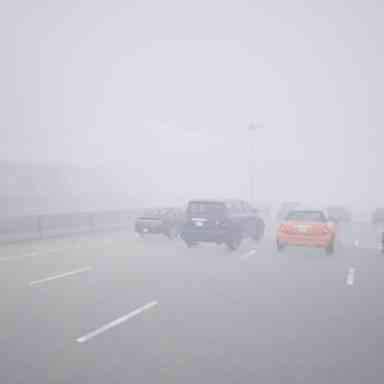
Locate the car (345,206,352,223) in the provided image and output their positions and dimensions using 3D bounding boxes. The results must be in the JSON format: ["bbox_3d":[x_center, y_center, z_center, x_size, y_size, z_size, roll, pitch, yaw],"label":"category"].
[{"bbox_3d":[12.161,1.794,27.721,1.994,1.385,4.181,0,0,28],"label":"car"}]

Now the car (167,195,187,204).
[{"bbox_3d":[-2.472,1.549,60.909,2.150,2.045,5.566,0,0,25],"label":"car"}]

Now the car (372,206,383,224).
[{"bbox_3d":[15.308,1.804,26.185,1.994,1.385,4.181,0,0,28],"label":"car"}]

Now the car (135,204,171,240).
[{"bbox_3d":[-1.015,1.584,17.612,2.128,1.511,4.902,0,0,28],"label":"car"}]

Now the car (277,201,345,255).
[{"bbox_3d":[5.153,1.462,14.301,2.097,1.767,4.553,0,0,28],"label":"car"}]

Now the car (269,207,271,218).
[{"bbox_3d":[5.944,1.715,30.939,1.837,1.490,4.892,0,0,28],"label":"car"}]

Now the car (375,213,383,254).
[{"bbox_3d":[7.287,1.652,10.874,2.033,1.411,5.357,0,0,28],"label":"car"}]

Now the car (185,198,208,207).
[{"bbox_3d":[0.929,1.890,59.933,2.033,1.411,5.357,0,0,25],"label":"car"}]

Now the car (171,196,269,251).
[{"bbox_3d":[1.543,1.316,14.973,2.150,2.045,5.566,0,0,28],"label":"car"}]
